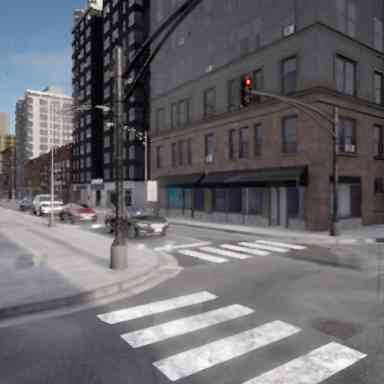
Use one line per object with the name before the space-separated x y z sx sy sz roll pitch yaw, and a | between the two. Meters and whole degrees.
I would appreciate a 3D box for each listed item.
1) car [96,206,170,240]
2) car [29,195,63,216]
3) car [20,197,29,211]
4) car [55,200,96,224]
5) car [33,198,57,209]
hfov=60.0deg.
car | -2.985 1.503 17.449 2.128 1.511 4.902 0 0 -35
car | -14.567 1.287 33.691 2.150 2.045 5.566 0 0 -35
car | -20.391 1.663 41.919 1.994 1.385 4.181 0 0 -35
car | -8.775 1.562 25.562 1.812 1.442 4.674 0 0 -35
car | -21.420 1.605 48.352 2.128 1.511 4.902 0 0 -35
